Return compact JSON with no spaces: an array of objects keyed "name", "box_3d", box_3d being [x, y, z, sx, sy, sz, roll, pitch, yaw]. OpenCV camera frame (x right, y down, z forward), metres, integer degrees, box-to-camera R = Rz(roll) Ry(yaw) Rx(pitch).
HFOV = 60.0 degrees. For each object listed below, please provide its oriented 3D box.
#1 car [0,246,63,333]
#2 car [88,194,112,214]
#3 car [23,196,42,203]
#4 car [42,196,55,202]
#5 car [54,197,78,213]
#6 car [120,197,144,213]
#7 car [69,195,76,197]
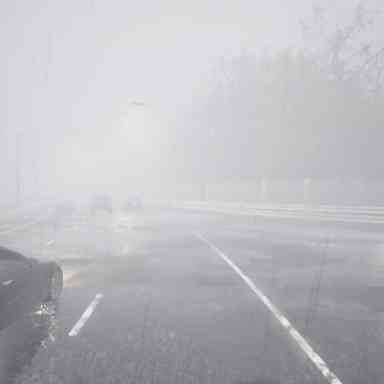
[{"name":"car","box_3d":[-3.659,1.545,5.288,1.812,1.442,4.674,0,0,-1]},{"name":"car","box_3d":[-10.146,1.272,36.733,2.150,2.045,5.566,0,0,-20]},{"name":"car","box_3d":[-33.987,1.588,70.124,1.895,1.301,4.718,0,0,-44]},{"name":"car","box_3d":[-31.340,1.502,72.415,1.812,1.442,4.674,0,0,-44]},{"name":"car","box_3d":[-14.548,1.639,38.386,1.994,1.385,4.181,0,0,-21]},{"name":"car","box_3d":[-6.883,1.384,37.843,2.097,1.767,4.553,0,0,-20]},{"name":"car","box_3d":[-26.822,1.476,74.430,1.812,1.442,4.674,0,0,-29]}]
